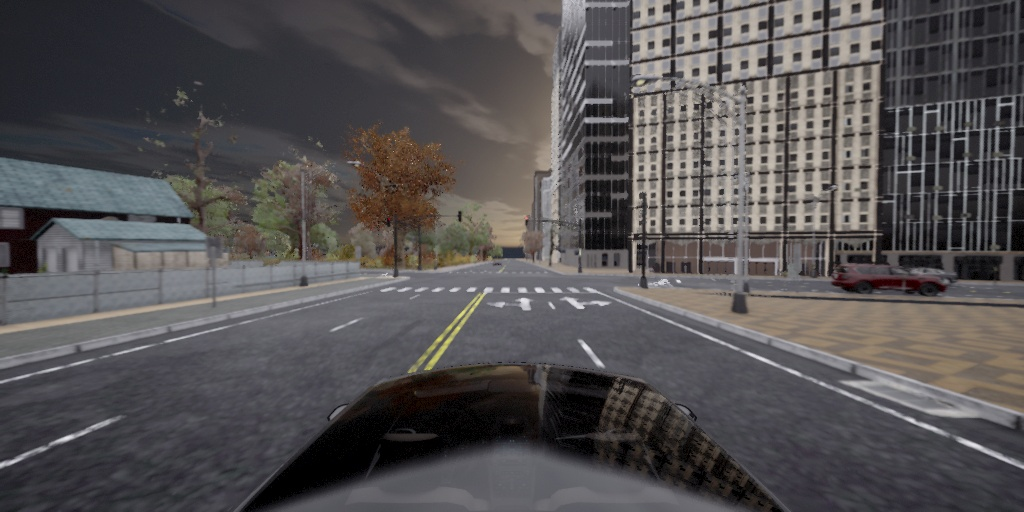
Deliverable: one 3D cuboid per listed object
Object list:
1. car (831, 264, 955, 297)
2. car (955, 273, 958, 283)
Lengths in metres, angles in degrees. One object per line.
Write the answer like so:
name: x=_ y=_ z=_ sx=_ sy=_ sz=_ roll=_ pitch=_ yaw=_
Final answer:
car: x=23.018 y=1.454 z=22.225 sx=5.009 sy=1.841 sz=2.192 roll=0 pitch=0 yaw=20
car: x=31.052 y=1.544 z=27.672 sx=4.403 sy=1.370 sz=2.007 roll=0 pitch=0 yaw=20
